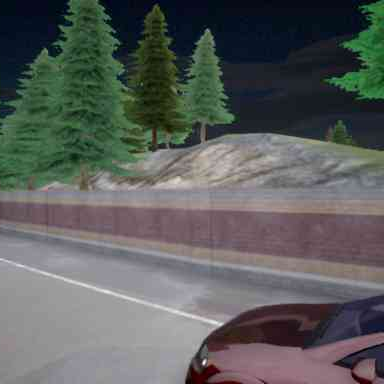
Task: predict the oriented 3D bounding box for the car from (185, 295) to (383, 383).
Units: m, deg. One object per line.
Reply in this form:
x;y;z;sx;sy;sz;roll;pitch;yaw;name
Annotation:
1.981;1.573;2.675;4.181;1.385;1.994;0;0;36;car
